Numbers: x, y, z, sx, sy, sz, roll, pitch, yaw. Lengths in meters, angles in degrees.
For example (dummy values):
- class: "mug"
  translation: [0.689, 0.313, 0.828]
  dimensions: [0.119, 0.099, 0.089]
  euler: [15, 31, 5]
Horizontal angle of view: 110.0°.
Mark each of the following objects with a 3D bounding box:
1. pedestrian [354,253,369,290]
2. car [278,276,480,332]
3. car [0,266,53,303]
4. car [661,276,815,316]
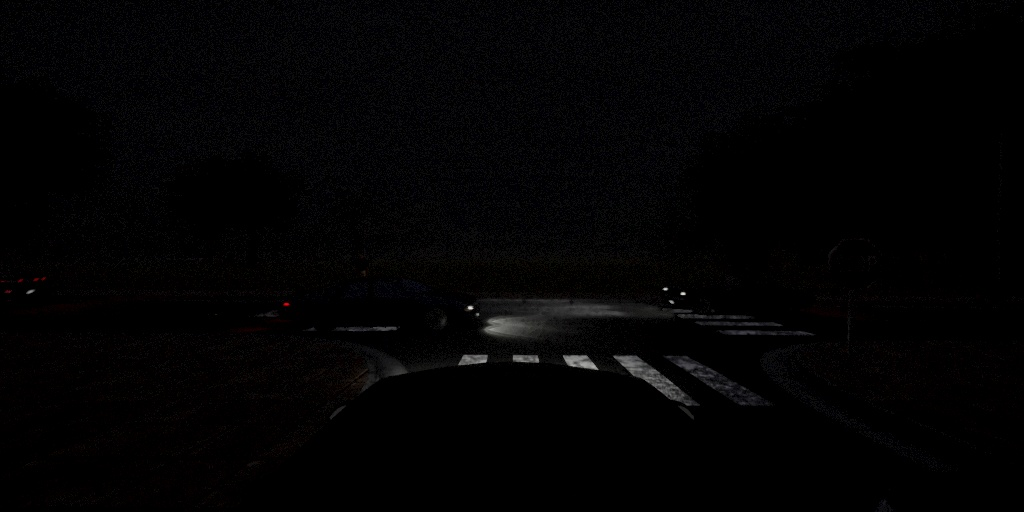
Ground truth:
- class: "pedestrian"
  translation: [-6.804, 0.757, 16.241]
  dimensions: [0.375, 1.860, 0.375]
  euler: [0, 1, 0]
- class: "car"
  translation: [-3.657, 1.302, 10.386]
  dimensions: [5.357, 1.411, 2.033]
  euler: [0, 1, 0]
- class: "car"
  translation: [-20.411, 1.123, 13.403]
  dimensions: [4.902, 1.511, 2.128]
  euler: [0, 1, 0]
- class: "car"
  translation: [8.146, 1.408, 13.274]
  dimensions: [4.718, 1.301, 1.895]
  euler: [1, 1, 0]
